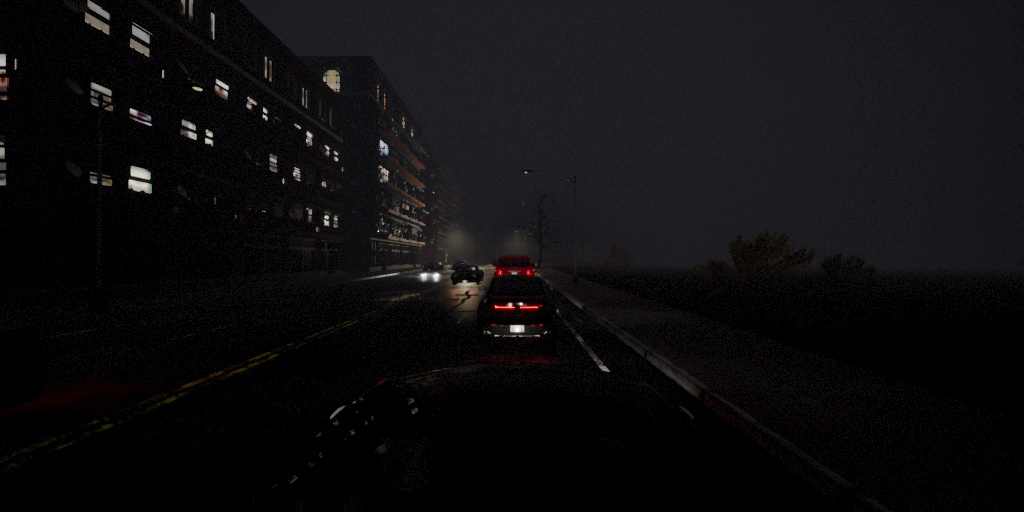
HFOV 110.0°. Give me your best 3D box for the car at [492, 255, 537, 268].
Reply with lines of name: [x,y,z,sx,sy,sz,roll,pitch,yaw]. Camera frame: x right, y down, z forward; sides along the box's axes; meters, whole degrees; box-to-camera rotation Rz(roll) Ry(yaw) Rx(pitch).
car: [0.121,0.974,20.190,2.150,2.045,5.566,0,0,0]

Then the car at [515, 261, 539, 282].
car: [1.171,1.209,30.597,1.801,1.575,5.366,0,0,0]

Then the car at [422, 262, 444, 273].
car: [-9.800,1.354,44.727,1.895,1.301,4.718,0,0,0]

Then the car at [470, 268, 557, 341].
car: [0.111,1.256,9.843,1.837,1.490,4.892,0,0,0]

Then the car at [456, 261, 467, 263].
car: [-6.549,1.301,45.999,2.033,1.411,5.357,0,0,0]

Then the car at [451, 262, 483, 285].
car: [-3.122,1.354,26.064,1.895,1.301,4.718,0,0,0]

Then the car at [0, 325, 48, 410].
car: [-6.599,1.227,2.182,1.882,1.535,5.008,0,0,0]
